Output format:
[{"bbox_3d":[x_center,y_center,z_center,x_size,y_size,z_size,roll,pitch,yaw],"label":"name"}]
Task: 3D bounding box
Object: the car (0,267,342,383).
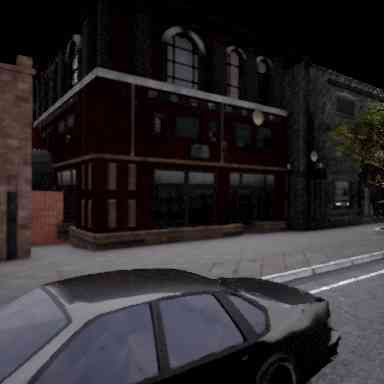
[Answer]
[{"bbox_3d":[-0.775,1.547,3.132,5.357,1.411,2.033,0,0,-36],"label":"car"}]
